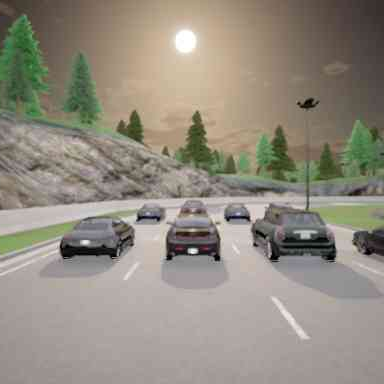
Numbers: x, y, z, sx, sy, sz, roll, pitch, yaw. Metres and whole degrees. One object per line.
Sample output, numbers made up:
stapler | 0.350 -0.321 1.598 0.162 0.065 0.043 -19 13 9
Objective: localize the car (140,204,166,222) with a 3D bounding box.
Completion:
car | -3.311 1.653 27.704 1.994 1.385 4.181 0 0 2

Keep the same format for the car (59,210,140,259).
car | -3.447 1.606 12.822 1.994 1.385 4.181 0 0 1

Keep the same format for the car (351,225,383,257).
car | 7.028 1.581 10.377 2.033 1.411 5.357 0 0 1

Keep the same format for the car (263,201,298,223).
car | 7.207 1.593 27.562 1.837 1.490 4.892 0 0 3

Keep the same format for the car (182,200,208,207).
car | 0.214 1.438 27.467 2.097 1.767 4.553 0 0 3

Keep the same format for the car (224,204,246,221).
car | 3.730 1.653 27.788 1.994 1.385 4.181 0 0 3

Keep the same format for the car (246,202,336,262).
car | 3.550 1.391 12.465 2.097 1.767 4.553 0 0 0

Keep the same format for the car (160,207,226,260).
car | 0.051 1.546 12.579 1.837 1.490 4.892 0 0 1
